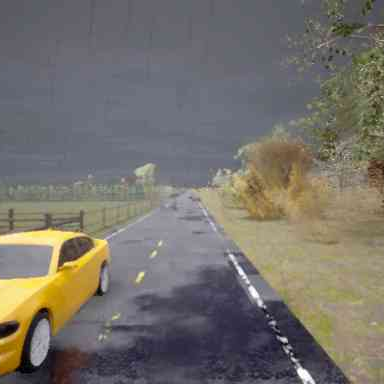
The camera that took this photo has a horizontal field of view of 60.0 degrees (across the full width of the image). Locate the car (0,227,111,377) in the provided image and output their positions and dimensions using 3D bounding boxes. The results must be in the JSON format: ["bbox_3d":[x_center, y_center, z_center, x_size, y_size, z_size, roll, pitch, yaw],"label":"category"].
[{"bbox_3d":[-2.833,1.474,5.830,1.882,1.535,5.008,0,0,0],"label":"car"}]

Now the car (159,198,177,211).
[{"bbox_3d":[-2.815,1.430,40.427,2.128,1.511,4.902,0,0,0],"label":"car"}]

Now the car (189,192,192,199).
[{"bbox_3d":[0.043,1.318,87.887,1.895,1.301,4.718,0,0,0],"label":"car"}]

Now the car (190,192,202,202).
[{"bbox_3d":[0.997,1.378,69.839,1.812,1.442,4.674,0,0,0],"label":"car"}]
